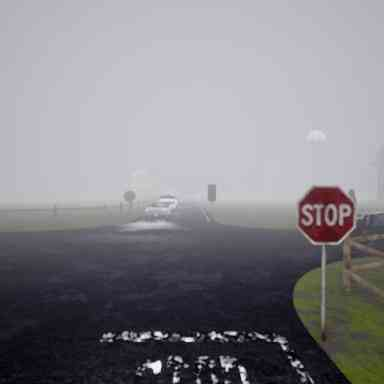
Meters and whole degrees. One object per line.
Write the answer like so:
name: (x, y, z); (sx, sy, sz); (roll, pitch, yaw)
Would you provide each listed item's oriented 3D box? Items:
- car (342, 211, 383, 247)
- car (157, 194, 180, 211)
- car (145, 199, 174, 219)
car: (8.051, 1.527, 14.144); (5.357, 1.411, 2.033); (0, 0, -8)
car: (-2.921, 1.243, 40.545); (2.150, 2.045, 5.566); (0, 0, 0)
car: (-2.938, 1.604, 29.536); (1.895, 1.301, 4.718); (0, 0, 1)
